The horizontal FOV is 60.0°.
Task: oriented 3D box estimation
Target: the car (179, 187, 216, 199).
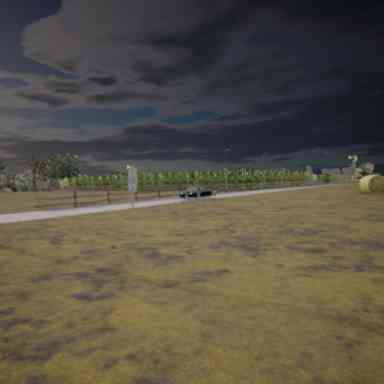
[{"bbox_3d":[0.721,0.077,36.365,1.895,1.301,4.718,-1,2,36],"label":"car"}]
